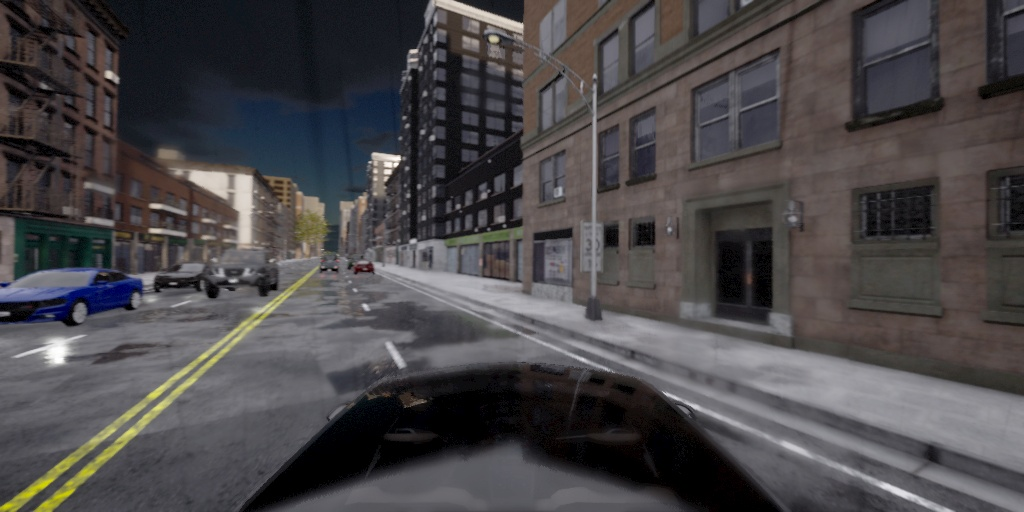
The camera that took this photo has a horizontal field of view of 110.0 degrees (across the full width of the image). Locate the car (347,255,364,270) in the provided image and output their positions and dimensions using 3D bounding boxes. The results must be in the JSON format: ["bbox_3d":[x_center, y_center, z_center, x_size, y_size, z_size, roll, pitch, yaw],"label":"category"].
[{"bbox_3d":[-21.565,0.848,49.790,2.150,2.045,5.566,1,0,-27],"label":"car"}]

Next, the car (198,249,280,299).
[{"bbox_3d":[-12.867,0.686,17.483,2.150,2.045,5.566,1,0,-26],"label":"car"}]

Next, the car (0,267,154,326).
[{"bbox_3d":[-13.289,1.109,10.805,1.882,1.535,5.008,1,0,-26],"label":"car"}]

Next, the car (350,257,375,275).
[{"bbox_3d":[-15.701,1.147,37.987,1.882,1.535,5.008,1,0,-26],"label":"car"}]

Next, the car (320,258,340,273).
[{"bbox_3d":[-20.305,1.221,39.944,1.895,1.301,4.718,1,0,-26],"label":"car"}]

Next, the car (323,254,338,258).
[{"bbox_3d":[-24.698,0.809,48.785,2.150,2.045,5.566,1,0,-26],"label":"car"}]

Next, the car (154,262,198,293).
[{"bbox_3d":[-17.826,1.082,19.952,1.882,1.535,5.008,1,0,-26],"label":"car"}]
